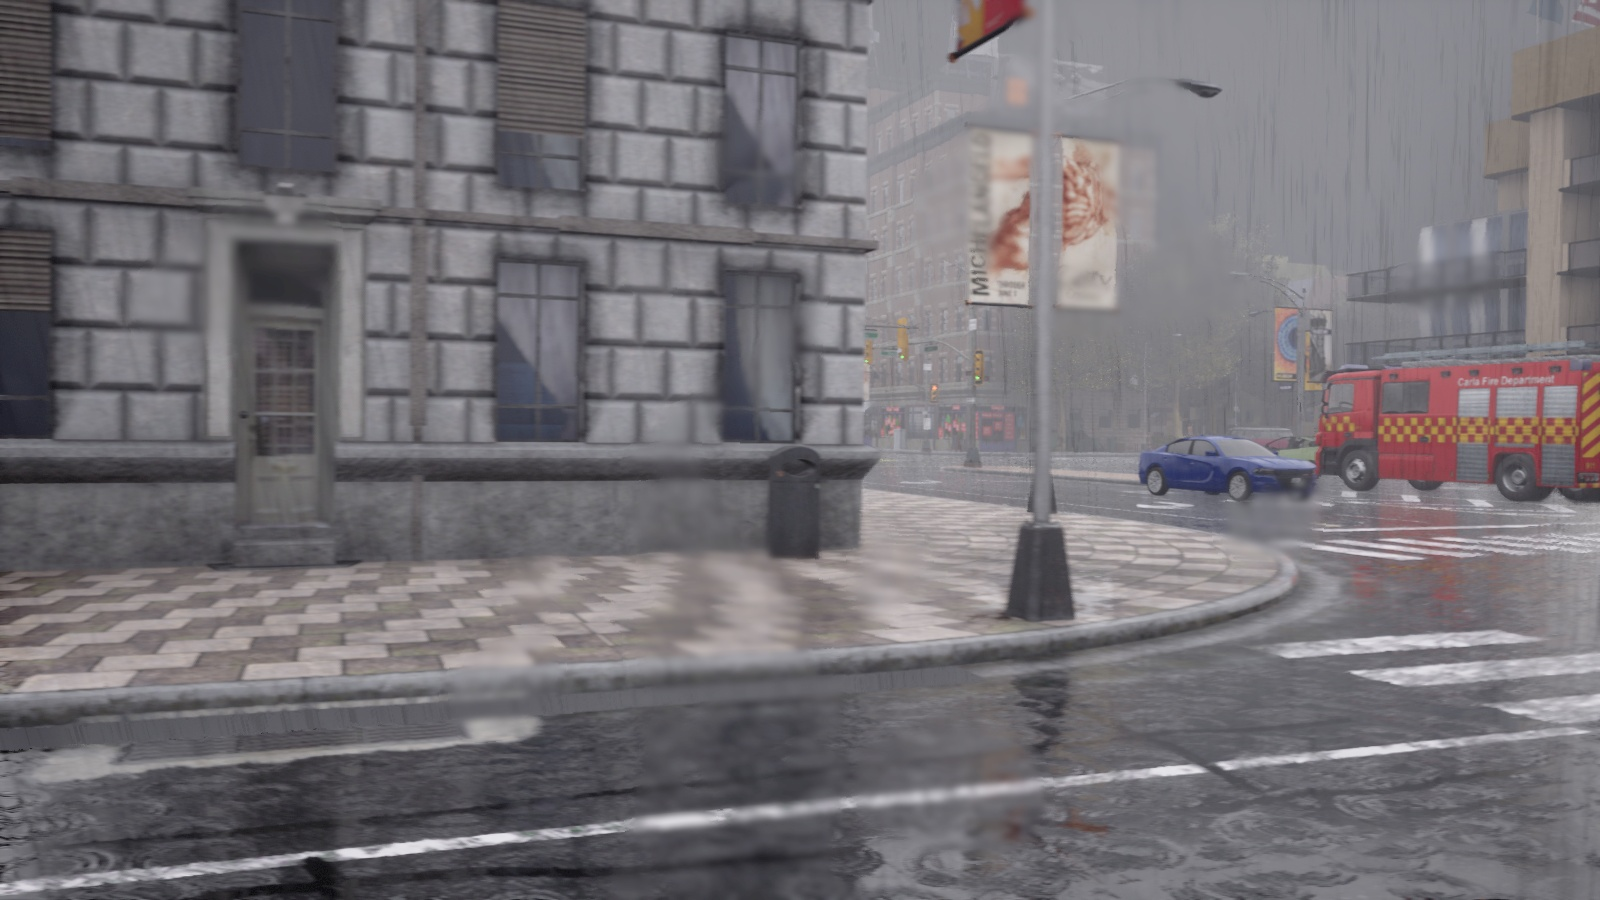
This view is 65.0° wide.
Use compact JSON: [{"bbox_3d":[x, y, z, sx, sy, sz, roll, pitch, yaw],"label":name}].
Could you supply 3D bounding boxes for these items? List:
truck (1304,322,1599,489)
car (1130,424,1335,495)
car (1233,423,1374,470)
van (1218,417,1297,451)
[{"bbox_3d":[17.622,-1.098,33.335,2.891,3.827,8.468,-1,1,-21],"label":"truck"},{"bbox_3d":[10.254,0.174,30.256,1.882,1.535,5.008,-1,1,-21],"label":"car"},{"bbox_3d":[17.433,-0.153,43.730,2.007,1.525,4.514,-1,1,-21],"label":"car"},{"bbox_3d":[27.687,-0.981,75.975,4.442,1.987,1.775,-1,1,-21],"label":"van"}]
